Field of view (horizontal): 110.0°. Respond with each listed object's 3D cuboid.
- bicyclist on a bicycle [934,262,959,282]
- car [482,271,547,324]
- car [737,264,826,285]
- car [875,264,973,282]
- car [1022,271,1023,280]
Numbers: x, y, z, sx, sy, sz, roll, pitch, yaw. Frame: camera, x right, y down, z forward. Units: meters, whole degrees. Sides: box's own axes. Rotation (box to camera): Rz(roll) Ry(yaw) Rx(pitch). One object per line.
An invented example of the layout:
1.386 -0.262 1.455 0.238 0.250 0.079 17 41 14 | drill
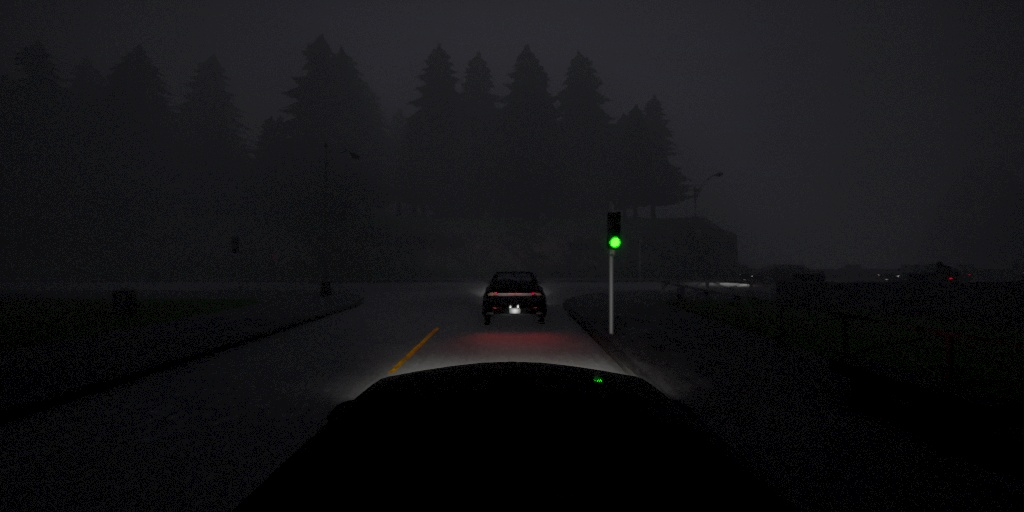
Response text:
21.150 1.115 17.575 0.582 1.620 1.656 0 0 0 | bicyclist on a bicycle
0.063 1.252 12.010 2.128 1.511 4.902 0 0 0 | car
19.486 1.322 25.973 5.357 1.411 2.033 0 0 0 | car
29.786 1.322 25.969 5.357 1.411 2.033 0 0 0 | car
40.253 1.253 25.946 5.008 1.535 1.882 0 0 0 | car
